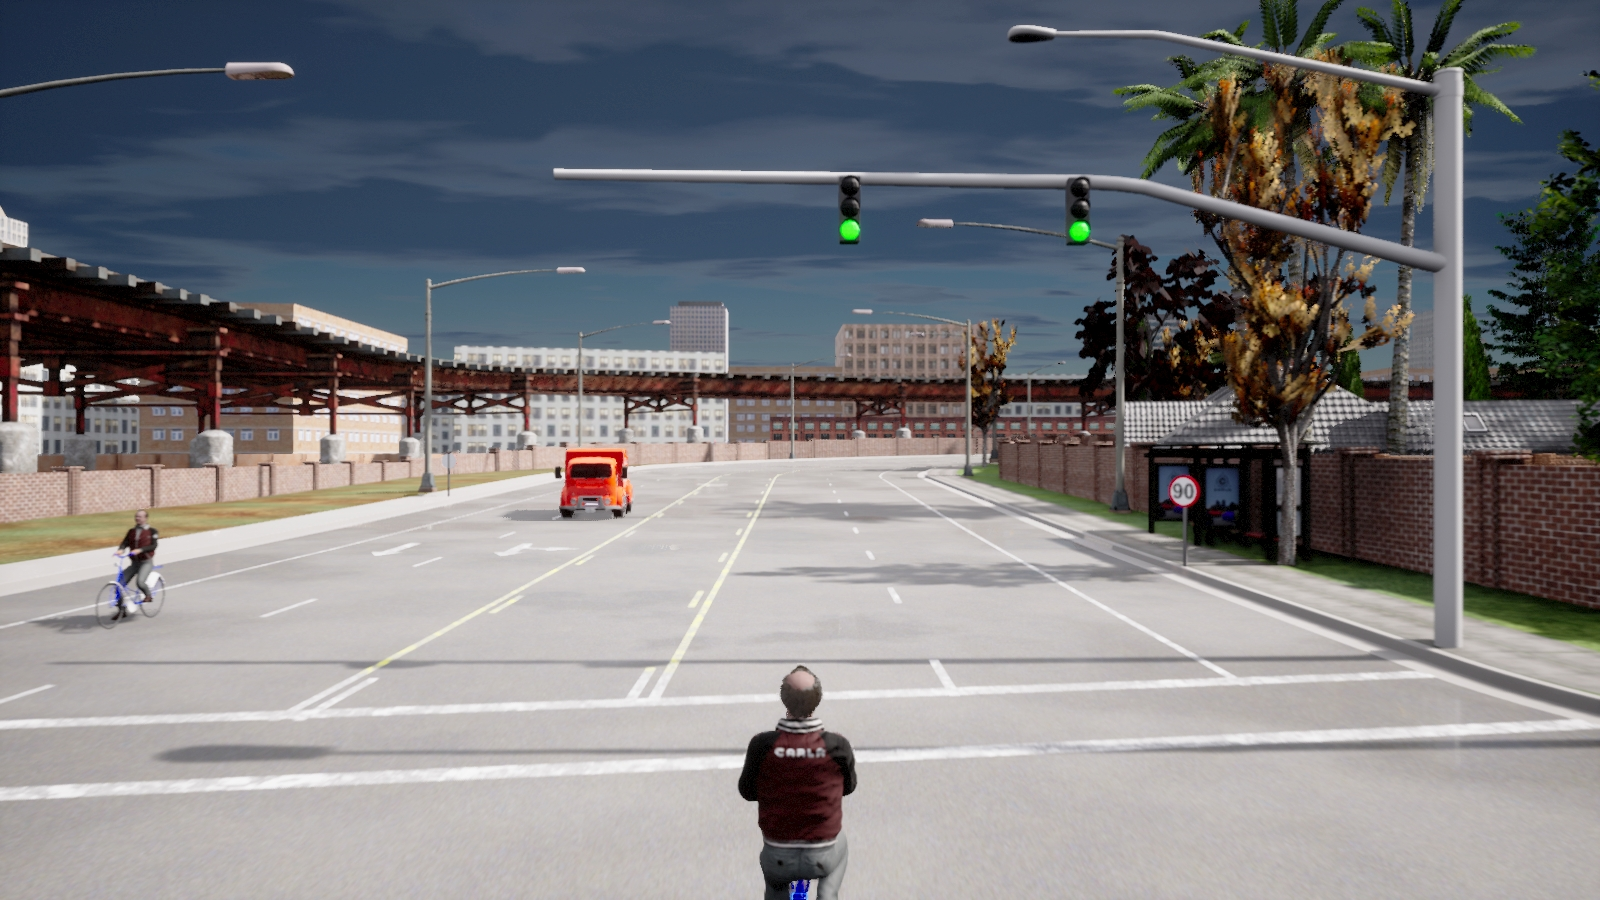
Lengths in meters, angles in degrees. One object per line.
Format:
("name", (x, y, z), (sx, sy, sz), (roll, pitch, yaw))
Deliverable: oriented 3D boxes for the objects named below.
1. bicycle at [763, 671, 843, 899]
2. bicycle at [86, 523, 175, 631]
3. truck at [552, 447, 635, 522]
("bicycle", (0.014, 2.025, 5.653), (0.329, 1.496, 1.835), (0, 0, 0))
("bicycle", (-10.488, 1.956, 17.959), (0.329, 1.496, 1.835), (0, 0, 0))
("truck", (-7.486, 1.163, 41.975), (2.627, 2.467, 5.204), (0, 1, -6))
